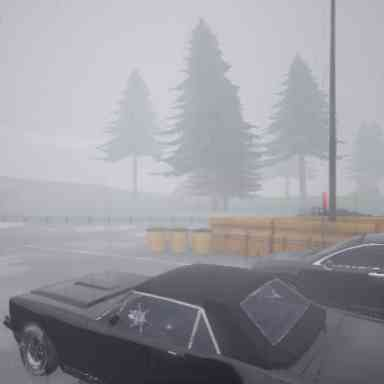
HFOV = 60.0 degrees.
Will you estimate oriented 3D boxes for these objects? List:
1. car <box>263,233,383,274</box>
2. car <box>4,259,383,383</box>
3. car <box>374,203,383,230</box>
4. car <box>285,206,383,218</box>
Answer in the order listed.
[{"bbox_3d":[3.381,1.482,5.777,4.892,1.490,1.837,-1,-1,35],"label":"car"},{"bbox_3d":[-0.129,1.583,3.947,4.718,1.301,1.895,0,0,32],"label":"car"},{"bbox_3d":[13.599,1.428,19.374,4.902,1.511,2.128,0,0,-2],"label":"car"},{"bbox_3d":[5.969,1.447,15.583,4.892,1.490,1.837,0,0,-3],"label":"car"}]
